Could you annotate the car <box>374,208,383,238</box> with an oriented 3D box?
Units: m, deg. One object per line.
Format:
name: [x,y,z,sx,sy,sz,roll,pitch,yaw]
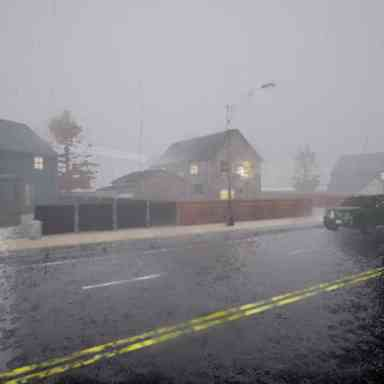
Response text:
car: [10.441,1.512,15.119,4.181,1.385,1.994,0,0,-35]

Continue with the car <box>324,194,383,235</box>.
car: [9.752,1.164,18.621,5.566,2.045,2.150,0,0,-35]
